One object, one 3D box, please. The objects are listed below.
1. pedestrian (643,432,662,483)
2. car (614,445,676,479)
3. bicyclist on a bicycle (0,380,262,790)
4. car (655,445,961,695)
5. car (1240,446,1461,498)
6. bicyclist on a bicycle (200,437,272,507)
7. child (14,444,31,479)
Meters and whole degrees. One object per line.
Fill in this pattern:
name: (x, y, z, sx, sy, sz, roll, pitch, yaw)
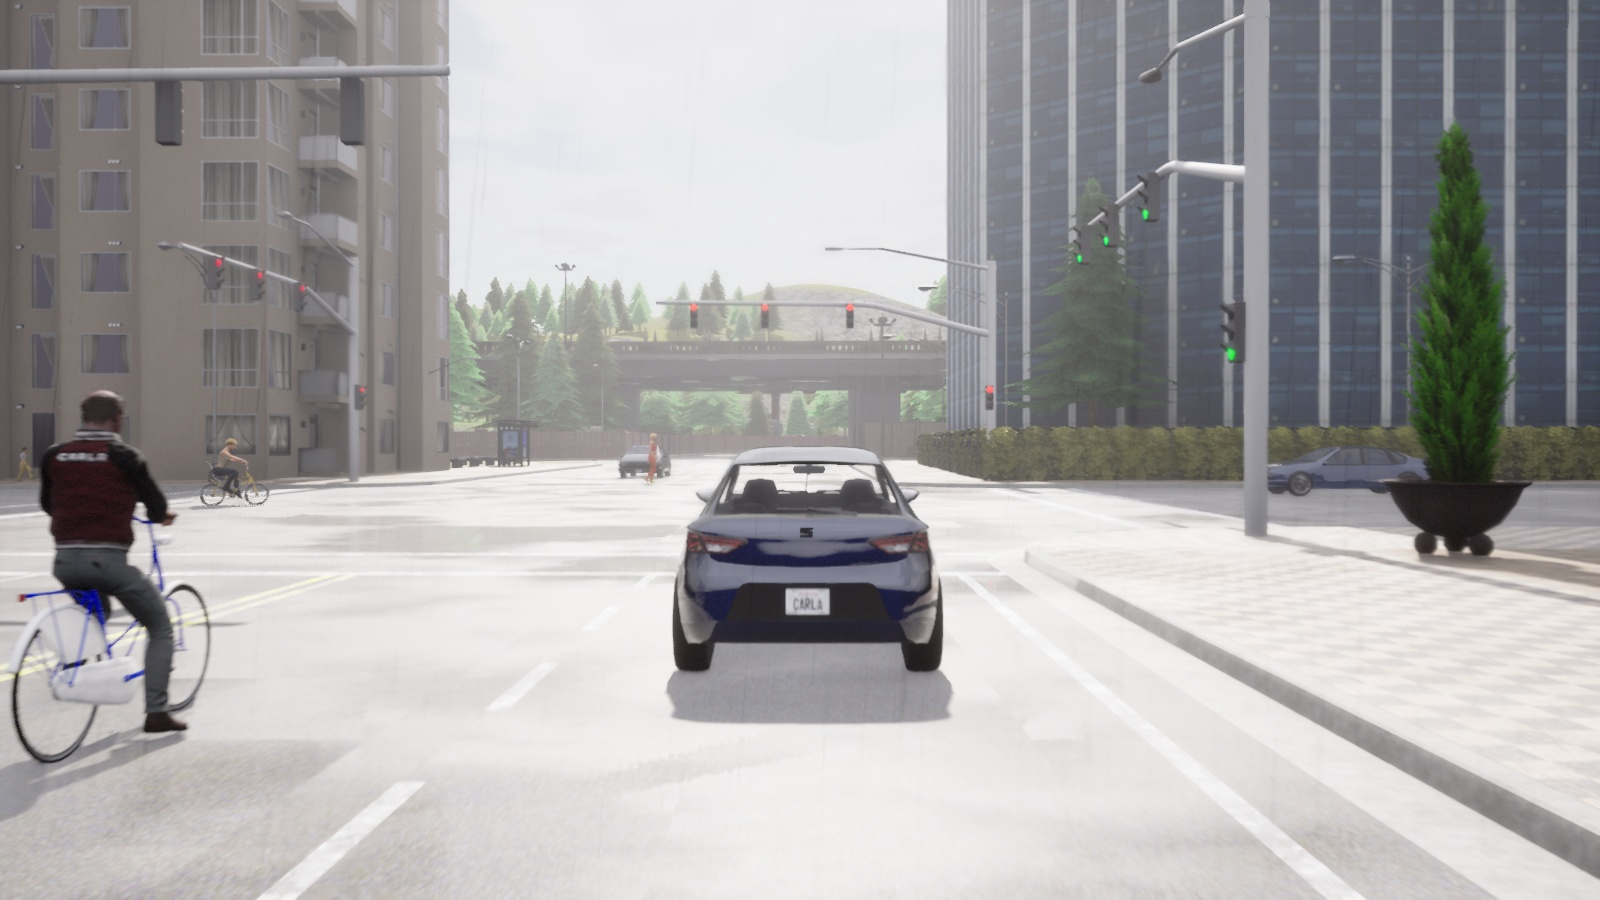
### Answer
pedestrian: (-5.259, 0.259, 44.824, 0.594, 1.836, 0.345, 0, 0, 6)
car: (-6.731, 0.478, 55.048, 2.033, 1.411, 5.357, 0, 0, 0)
bicyclist on a bicycle: (-3.456, 0.578, 6.360, 0.659, 1.776, 1.843, 0, 1, 0)
car: (0.059, 0.706, 9.559, 1.816, 1.474, 4.193, 0, 0, 0)
car: (15.517, 0.606, 35.601, 5.357, 1.411, 2.033, 0, 0, 0)
bicyclist on a bicycle: (-13.287, 0.505, 29.641, 1.509, 1.612, 0.866, 0, -1, -22)
child: (-27.675, 0.411, 44.716, 0.437, 1.263, 0.270, 0, 0, 1)
